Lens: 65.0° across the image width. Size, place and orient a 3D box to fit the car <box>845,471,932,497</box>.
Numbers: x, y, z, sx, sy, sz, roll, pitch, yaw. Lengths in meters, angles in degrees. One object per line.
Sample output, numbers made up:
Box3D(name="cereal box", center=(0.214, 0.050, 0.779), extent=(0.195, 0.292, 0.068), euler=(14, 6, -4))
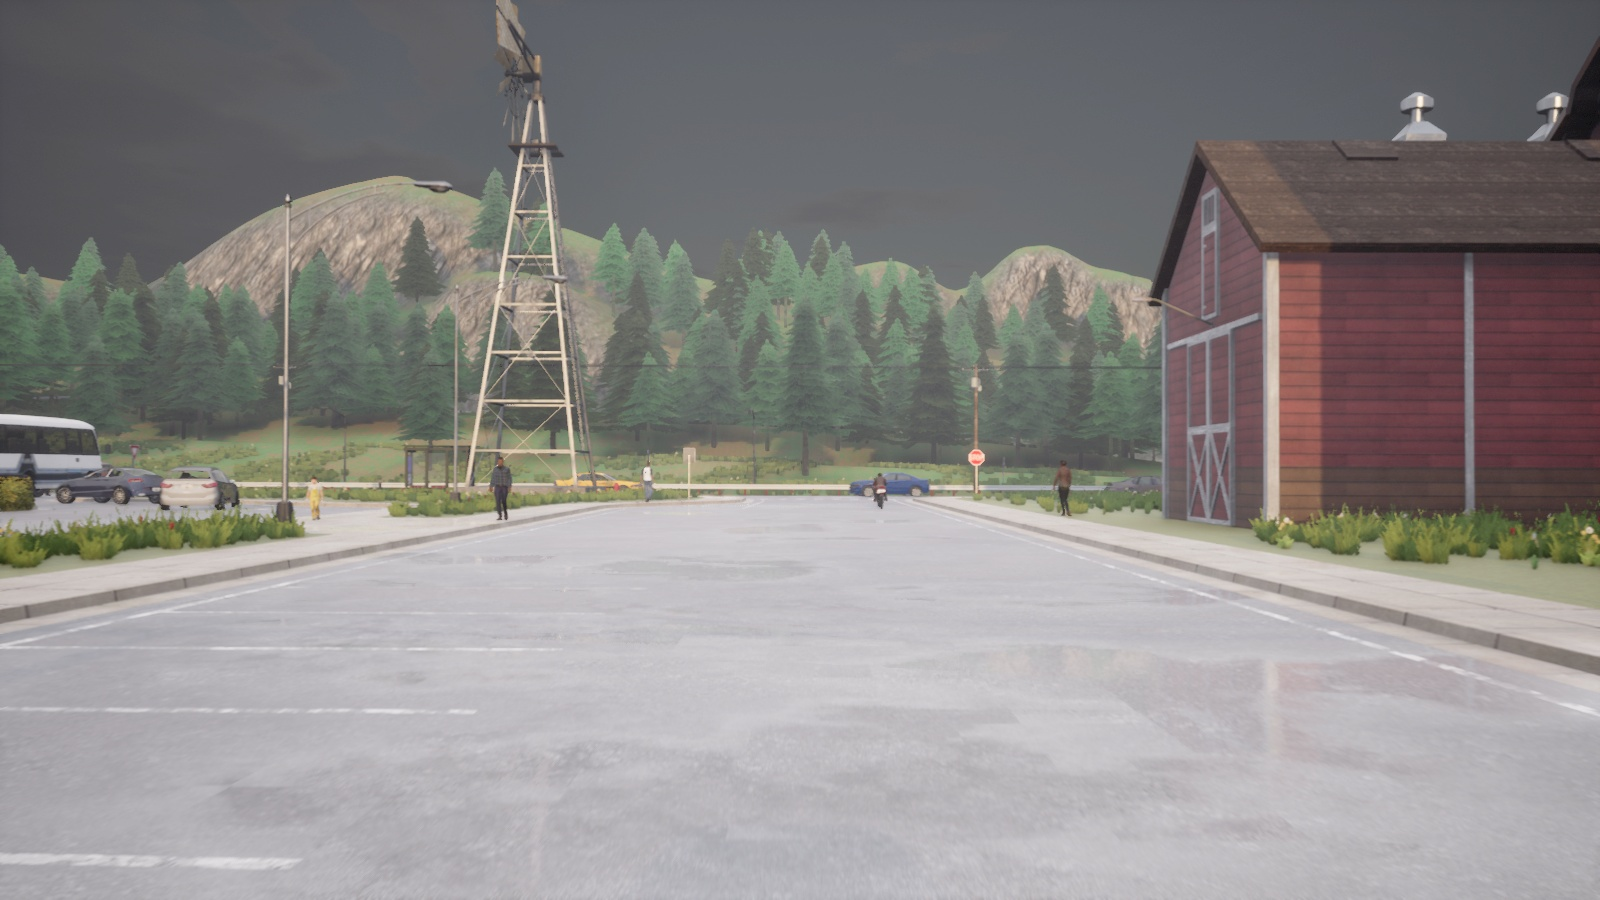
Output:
Box3D(name="car", center=(5.427, 2.090, 77.450), extent=(5.008, 1.535, 1.882), euler=(0, -1, -12))

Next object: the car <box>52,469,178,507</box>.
Box3D(name="car", center=(-30.350, 1.663, 55.655), extent=(5.027, 1.651, 2.152), euler=(-1, -1, 21))

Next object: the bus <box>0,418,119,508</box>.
Box3D(name="bus", center=(-39.667, 0.697, 64.559), extent=(3.944, 4.253, 10.273), euler=(0, -1, -1))

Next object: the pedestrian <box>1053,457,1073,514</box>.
Box3D(name="pedestrian", center=(8.455, 1.122, 40.317), extent=(0.328, 1.805, 0.869), euler=(0, -1, -9))

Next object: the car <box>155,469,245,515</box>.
Box3D(name="car", center=(-23.180, 1.581, 48.683), extent=(2.242, 1.667, 4.611), euler=(0, -1, -14))

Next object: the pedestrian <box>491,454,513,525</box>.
Box3D(name="pedestrian", center=(-8.291, 1.099, 34.991), extent=(0.423, 1.949, 0.788), euler=(0, -1, 0))

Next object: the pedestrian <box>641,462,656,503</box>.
Box3D(name="pedestrian", center=(-6.788, 1.456, 56.277), extent=(0.354, 1.836, 0.706), euler=(-1, -1, 20))

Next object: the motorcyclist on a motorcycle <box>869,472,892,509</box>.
Box3D(name="motorcyclist on a motorcycle", center=(3.373, 1.684, 52.859), extent=(0.797, 1.523, 2.044), euler=(0, -1, 0))

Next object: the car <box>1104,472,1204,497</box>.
Box3D(name="car", center=(20.894, 2.045, 74.335), extent=(5.357, 1.411, 2.033), euler=(0, -1, 1))

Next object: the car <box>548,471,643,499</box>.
Box3D(name="car", center=(-12.145, 2.077, 74.838), extent=(5.366, 1.575, 1.801), euler=(0, -1, 1))

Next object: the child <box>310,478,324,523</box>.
Box3D(name="child", center=(-13.469, 1.401, 35.044), extent=(0.270, 1.263, 0.437), euler=(0, -1, -8))
